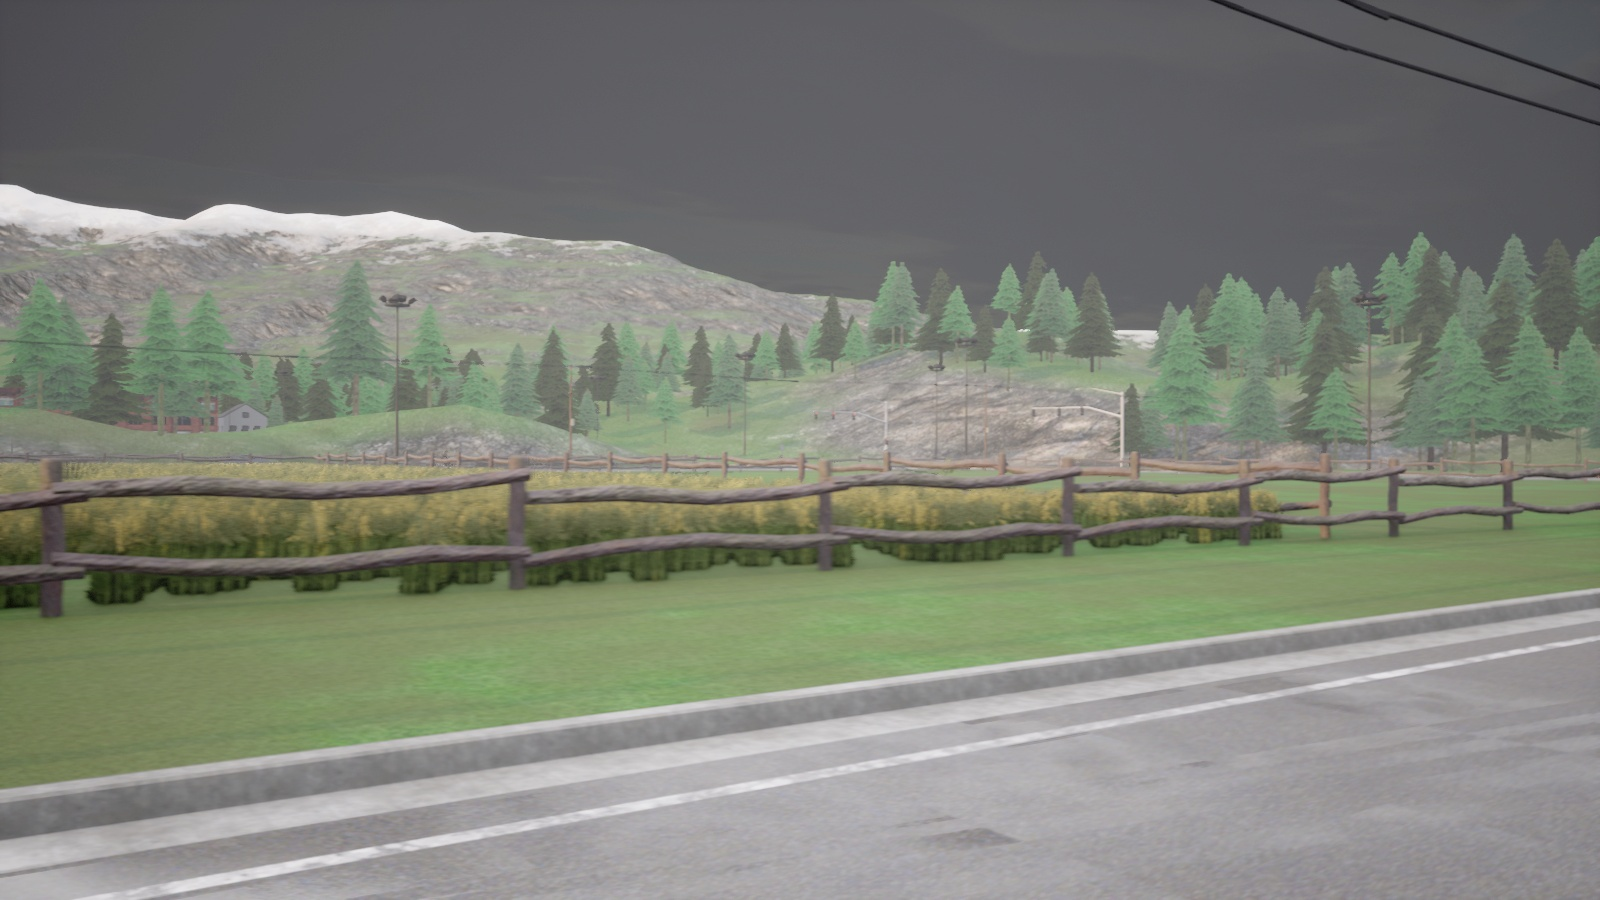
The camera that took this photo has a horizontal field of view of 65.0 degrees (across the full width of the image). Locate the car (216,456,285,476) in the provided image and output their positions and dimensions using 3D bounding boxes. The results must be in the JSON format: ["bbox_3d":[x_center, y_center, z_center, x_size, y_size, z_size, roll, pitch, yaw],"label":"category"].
[{"bbox_3d":[-39.297,1.157,89.839,4.181,1.385,1.994,0,0,-35],"label":"car"}]

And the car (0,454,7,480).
[{"bbox_3d":[-49.166,1.012,74.348,3.705,1.549,1.789,0,0,-35],"label":"car"}]
